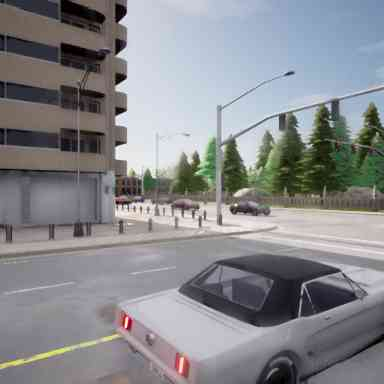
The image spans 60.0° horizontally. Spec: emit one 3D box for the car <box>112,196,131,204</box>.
[{"bbox_3d":[-14.271,1.533,67.129,1.882,1.535,5.008,0,0,-36],"label":"car"}]

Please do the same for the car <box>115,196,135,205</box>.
[{"bbox_3d":[-12.260,1.656,58.127,1.895,1.301,4.718,0,0,-35],"label":"car"}]

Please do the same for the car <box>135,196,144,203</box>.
[{"bbox_3d":[-11.655,1.581,69.477,1.812,1.442,4.674,0,0,-36],"label":"car"}]

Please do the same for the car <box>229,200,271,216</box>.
[{"bbox_3d":[5.671,1.581,33.071,1.812,1.442,4.674,0,0,-36],"label":"car"}]

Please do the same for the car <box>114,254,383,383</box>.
[{"bbox_3d":[1.445,1.601,4.808,4.718,1.301,1.895,0,0,-35],"label":"car"}]

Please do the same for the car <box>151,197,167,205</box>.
[{"bbox_3d":[-5.626,1.603,61.120,2.033,1.411,5.357,0,0,-36],"label":"car"}]

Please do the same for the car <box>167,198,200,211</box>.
[{"bbox_3d":[-0.860,1.581,42.157,1.812,1.442,4.674,0,0,-36],"label":"car"}]
